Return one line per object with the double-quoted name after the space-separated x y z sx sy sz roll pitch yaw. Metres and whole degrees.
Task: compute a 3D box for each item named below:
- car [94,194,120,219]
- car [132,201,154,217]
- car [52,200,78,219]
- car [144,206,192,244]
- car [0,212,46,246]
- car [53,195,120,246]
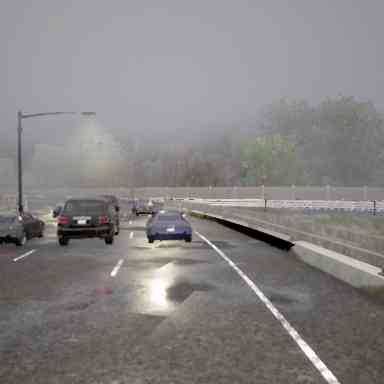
-8.010 1.256 30.917 2.150 2.045 5.566 0 0 -16 "car"
-4.644 1.561 31.876 2.033 1.411 5.357 0 0 -16 "car"
-11.359 1.531 29.900 1.812 1.442 4.674 0 0 -16 "car"
-1.180 1.570 16.018 1.994 1.385 4.181 0 0 -8 "car"
-8.107 1.570 15.015 1.994 1.385 4.181 0 0 -8 "car"
-4.648 1.256 15.546 2.150 2.045 5.566 0 0 -8 "car"
